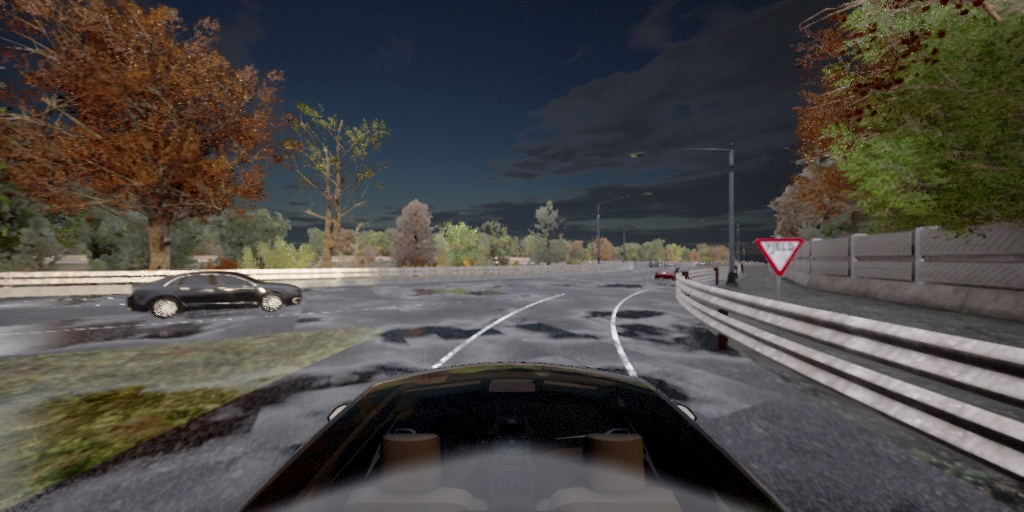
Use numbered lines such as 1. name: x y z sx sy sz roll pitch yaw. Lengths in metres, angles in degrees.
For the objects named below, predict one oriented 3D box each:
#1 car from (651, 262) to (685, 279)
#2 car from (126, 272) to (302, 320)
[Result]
1. car: 15.918 1.610 36.004 1.994 1.385 4.181 0 -1 40
2. car: -10.451 1.309 13.037 4.892 1.490 1.837 0 0 -31
